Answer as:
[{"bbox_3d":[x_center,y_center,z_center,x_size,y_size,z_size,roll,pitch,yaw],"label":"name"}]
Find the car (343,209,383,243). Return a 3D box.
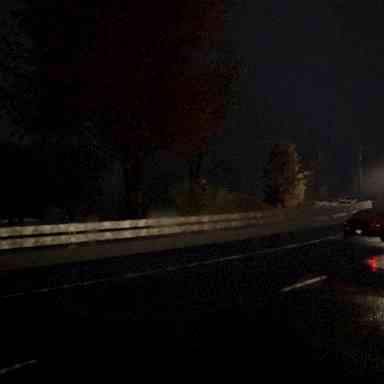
[{"bbox_3d":[9.047,1.572,16.464,1.812,1.442,4.674,0,0,45],"label":"car"}]

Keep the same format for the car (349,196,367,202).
[{"bbox_3d":[40.106,1.599,81.775,2.033,1.411,5.357,0,0,3],"label":"car"}]

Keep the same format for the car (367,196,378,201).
[{"bbox_3d":[43.588,1.594,81.419,1.994,1.385,4.181,0,0,3],"label":"car"}]
